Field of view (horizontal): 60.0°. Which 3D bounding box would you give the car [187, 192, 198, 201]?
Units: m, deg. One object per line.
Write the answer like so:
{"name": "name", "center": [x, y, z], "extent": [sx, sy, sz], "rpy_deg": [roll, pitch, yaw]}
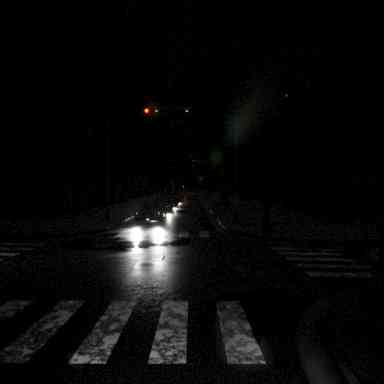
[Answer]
{"name": "car", "center": [0.073, 0.677, 57.898], "extent": [1.882, 1.535, 5.008], "rpy_deg": [0, 1, 0]}

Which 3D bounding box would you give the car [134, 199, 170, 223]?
{"name": "car", "center": [-2.863, 1.425, 23.674], "extent": [1.895, 1.301, 4.718], "rpy_deg": [0, 1, 0]}

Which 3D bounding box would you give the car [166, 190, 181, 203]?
{"name": "car", "center": [-2.831, 0.666, 52.751], "extent": [2.097, 1.767, 4.553], "rpy_deg": [0, 1, 0]}

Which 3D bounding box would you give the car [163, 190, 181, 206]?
{"name": "car", "center": [-2.864, 0.730, 42.898], "extent": [2.150, 2.045, 5.566], "rpy_deg": [0, 1, 0]}

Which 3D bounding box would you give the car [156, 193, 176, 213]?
{"name": "car", "center": [-2.867, 1.183, 33.044], "extent": [1.837, 1.490, 4.892], "rpy_deg": [0, 1, 0]}
